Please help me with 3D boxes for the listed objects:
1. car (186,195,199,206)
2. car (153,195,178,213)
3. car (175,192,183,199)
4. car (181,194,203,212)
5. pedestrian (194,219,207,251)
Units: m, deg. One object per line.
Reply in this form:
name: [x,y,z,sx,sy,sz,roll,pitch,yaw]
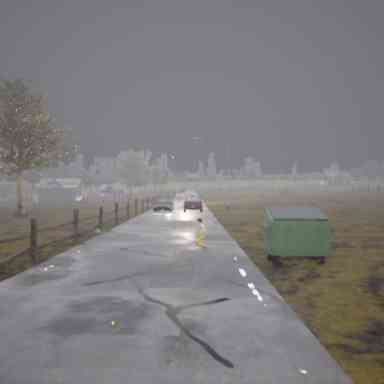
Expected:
car: [0.089,1.188,47.144,1.812,1.442,4.674,0,0,0]
car: [-2.828,1.311,33.933,2.033,1.411,5.357,0,0,0]
car: [-2.702,0.848,74.508,1.882,1.535,5.008,0,1,0]
car: [0.109,1.234,34.813,1.882,1.535,5.008,0,0,0]
pedestrian: [0.348,1.493,11.992,0.375,1.300,0.375,-1,2,-15]
